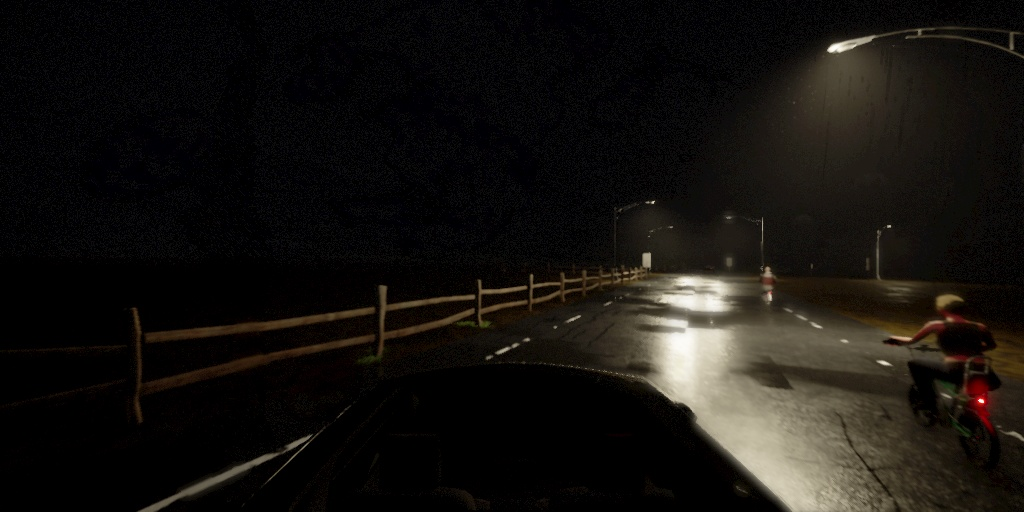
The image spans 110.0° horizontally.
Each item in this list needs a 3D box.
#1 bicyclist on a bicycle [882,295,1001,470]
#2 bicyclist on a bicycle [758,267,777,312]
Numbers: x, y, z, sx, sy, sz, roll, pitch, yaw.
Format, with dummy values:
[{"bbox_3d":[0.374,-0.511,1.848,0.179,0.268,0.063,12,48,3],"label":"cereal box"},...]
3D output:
[{"bbox_3d":[4.691,1.222,3.872,0.866,1.612,1.509,0,-1,28],"label":"bicyclist on a bicycle"},{"bbox_3d":[10.249,1.325,14.418,0.659,1.776,1.843,0,-1,28],"label":"bicyclist on a bicycle"}]
